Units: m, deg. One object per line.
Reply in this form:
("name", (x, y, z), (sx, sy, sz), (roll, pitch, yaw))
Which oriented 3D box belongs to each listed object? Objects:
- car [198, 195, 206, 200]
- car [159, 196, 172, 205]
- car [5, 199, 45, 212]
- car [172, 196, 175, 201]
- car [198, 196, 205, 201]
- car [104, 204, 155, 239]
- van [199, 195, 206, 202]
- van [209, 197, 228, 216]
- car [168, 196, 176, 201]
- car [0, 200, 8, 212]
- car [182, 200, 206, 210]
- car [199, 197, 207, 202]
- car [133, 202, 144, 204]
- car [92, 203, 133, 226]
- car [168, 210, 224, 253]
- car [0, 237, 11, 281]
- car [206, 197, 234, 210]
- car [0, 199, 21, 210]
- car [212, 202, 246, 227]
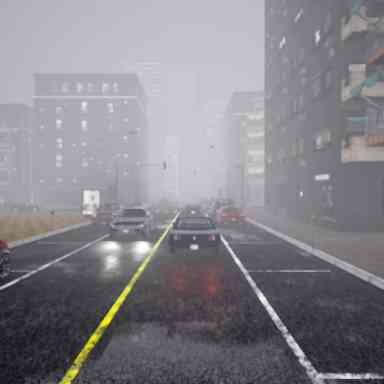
("car", (2.692, 1.833, 67.025), (1.802, 1.307, 4.206), (0, 0, 0))
("car", (-5.689, 1.817, 67.038), (1.947, 1.339, 4.313), (0, 0, 0))
("car", (-22.398, 2.053, 45.388), (4.403, 1.369, 2.008), (-1, 1, 0))
("car", (-5.688, 1.865, 78.085), (1.947, 1.339, 4.313), (0, 0, 0))
("car", (2.695, 1.938, 94.642), (1.947, 1.339, 4.313), (0, 0, 0))
("car", (-3.098, 1.587, 17.889), (1.812, 1.442, 4.674), (0, 0, 0))
("van", (2.693, 1.689, 89.120), (1.690, 1.788, 3.998), (0, 0, 0))
("van", (2.686, 1.464, 34.632), (1.690, 1.788, 3.998), (0, 0, 0))
("car", (-5.686, 1.917, 94.656), (1.887, 1.381, 4.507), (0, 0, 0))
("car", (-27.967, 2.134, 45.348), (4.403, 1.369, 2.008), (-1, 1, 0))
("car", (0.098, 1.669, 29.768), (1.994, 1.385, 4.181), (0, 0, 0))
("car", (2.694, 1.868, 83.595), (1.887, 1.381, 4.507), (0, 0, 0))
("car", (-5.693, 1.705, 34.633), (1.802, 1.307, 4.206), (0, 0, 0))
("car", (-5.696, 1.522, 23.578), (1.967, 1.590, 4.097), (0, 0, 0))
("car", (0.096, 1.648, 13.894), (1.895, 1.301, 4.718), (0, 0, 0))
("car", (-5.697, 1.464, 6.995), (1.967, 1.590, 4.097), (0, 0, 0))
("car", (2.685, 1.418, 29.104), (2.192, 1.841, 5.009), (0, 0, 0))
("car", (-30.266, 2.023, 53.969), (4.097, 1.590, 1.967), (-1, 1, 0))
("car", (2.686, 1.627, 23.575), (1.887, 1.381, 4.507), (0, 0, 0))
